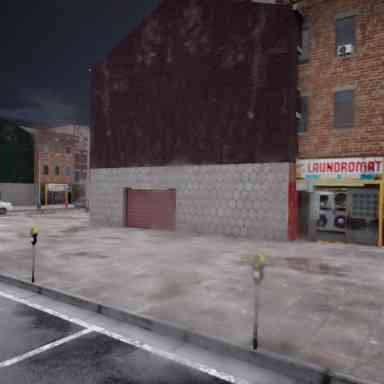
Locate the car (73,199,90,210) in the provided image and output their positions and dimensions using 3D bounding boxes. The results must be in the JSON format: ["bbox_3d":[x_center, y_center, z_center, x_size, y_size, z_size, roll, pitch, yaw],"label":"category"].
[{"bbox_3d":[-12.110,1.352,40.463,1.837,1.490,4.892,1,1,36],"label":"car"}]

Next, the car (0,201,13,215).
[{"bbox_3d":[-19.118,1.412,30.713,1.812,1.442,4.674,1,1,34],"label":"car"}]
